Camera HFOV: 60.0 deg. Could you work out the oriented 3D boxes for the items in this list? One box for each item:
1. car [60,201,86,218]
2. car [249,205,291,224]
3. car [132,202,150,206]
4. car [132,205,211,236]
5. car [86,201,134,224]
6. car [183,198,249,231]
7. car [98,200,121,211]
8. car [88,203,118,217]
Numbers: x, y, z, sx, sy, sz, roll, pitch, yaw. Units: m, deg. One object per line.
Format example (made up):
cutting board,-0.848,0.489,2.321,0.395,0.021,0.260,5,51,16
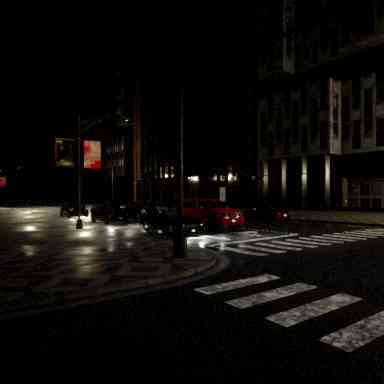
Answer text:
car,-13.062,1.869,36.853,2.097,1.767,4.553,0,-1,-35
car,6.024,1.778,27.274,1.994,1.385,4.181,0,-1,-36
car,-4.631,1.719,30.653,2.097,1.767,4.553,0,-1,-36
car,-1.459,1.795,20.631,2.033,1.411,5.357,0,-1,-36
car,-7.150,1.857,28.582,1.882,1.535,5.008,0,-1,-36
car,1.026,1.458,22.789,2.150,2.045,5.566,0,-1,-34
car,-13.618,2.147,54.698,1.882,1.535,5.008,0,0,-36
car,-10.415,2.027,38.737,1.812,1.442,4.674,0,-1,-35
